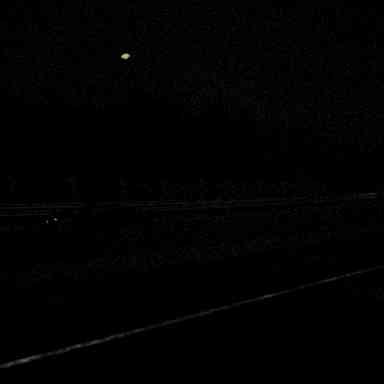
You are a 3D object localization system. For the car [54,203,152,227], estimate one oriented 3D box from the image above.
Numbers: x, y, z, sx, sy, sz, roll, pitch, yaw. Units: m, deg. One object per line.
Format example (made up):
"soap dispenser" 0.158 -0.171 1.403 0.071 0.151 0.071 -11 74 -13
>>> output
"car" -4.523 1.501 17.918 4.892 1.490 1.837 0 0 -35

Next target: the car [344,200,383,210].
"car" 14.362 1.377 26.714 5.357 1.411 2.033 -1 1 -34

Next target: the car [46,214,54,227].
"car" -6.481 1.500 20.819 4.892 1.490 1.837 0 0 -35
